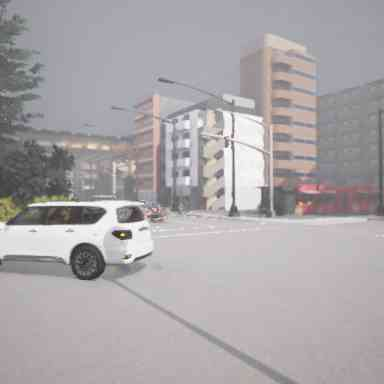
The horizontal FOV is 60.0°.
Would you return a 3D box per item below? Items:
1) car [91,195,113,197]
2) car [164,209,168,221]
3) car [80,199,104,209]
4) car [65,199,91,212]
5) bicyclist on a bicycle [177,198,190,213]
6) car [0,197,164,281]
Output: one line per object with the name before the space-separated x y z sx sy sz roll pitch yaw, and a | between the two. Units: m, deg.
car | -9.276 1.392 35.283 2.150 2.045 5.566 0 0 -34
car | -3.800 1.473 27.141 2.097 1.767 4.553 0 0 -34
car | -15.407 1.798 50.988 2.033 1.411 5.357 0 0 -34
car | -15.101 1.715 43.951 2.128 1.511 4.902 0 0 -34
bicyclist on a bicycle | -0.903 1.447 36.225 1.656 1.620 0.582 0 0 -34
car | -3.910 1.273 9.943 5.566 2.045 2.150 0 -1 16
